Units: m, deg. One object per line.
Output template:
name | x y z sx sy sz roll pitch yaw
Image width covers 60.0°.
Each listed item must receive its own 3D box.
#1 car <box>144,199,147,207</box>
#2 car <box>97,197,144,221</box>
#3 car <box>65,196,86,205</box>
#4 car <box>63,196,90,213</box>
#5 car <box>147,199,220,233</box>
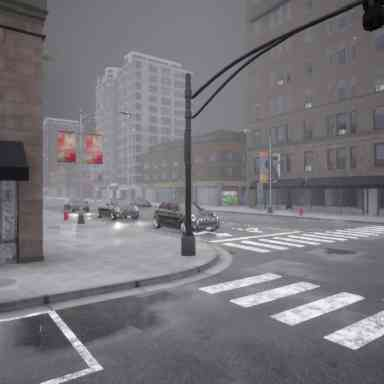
car | -7.393 1.492 45.964 1.994 1.385 4.181 0 0 -36
car | -6.111 1.317 27.200 2.097 1.767 4.553 0 0 -36
car | -20.743 1.451 58.901 2.033 1.411 5.357 0 0 -36
car | -12.628 1.453 36.233 1.837 1.490 4.892 0 0 -36
car | -0.430 1.332 19.337 2.097 1.767 4.553 0 0 -36
